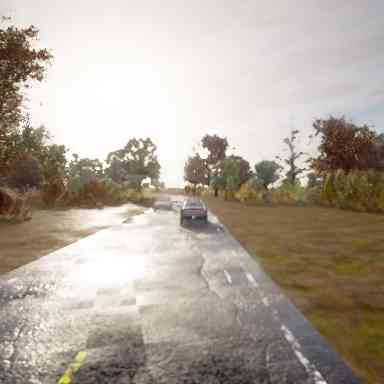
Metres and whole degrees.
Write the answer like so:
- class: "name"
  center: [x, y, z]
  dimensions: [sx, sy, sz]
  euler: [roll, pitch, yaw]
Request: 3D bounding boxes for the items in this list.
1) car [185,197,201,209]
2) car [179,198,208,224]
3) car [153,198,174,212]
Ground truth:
- class: "car"
  center: [0.113, 1.400, 42.288]
  dimensions: [1.895, 1.301, 4.718]
  euler: [0, 0, 0]
- class: "car"
  center: [0.109, 1.384, 23.640]
  dimensions: [2.128, 1.511, 4.902]
  euler: [0, 0, 0]
- class: "car"
  center: [-3.080, 1.355, 36.231]
  dimensions: [1.812, 1.442, 4.674]
  euler: [0, 0, 0]
